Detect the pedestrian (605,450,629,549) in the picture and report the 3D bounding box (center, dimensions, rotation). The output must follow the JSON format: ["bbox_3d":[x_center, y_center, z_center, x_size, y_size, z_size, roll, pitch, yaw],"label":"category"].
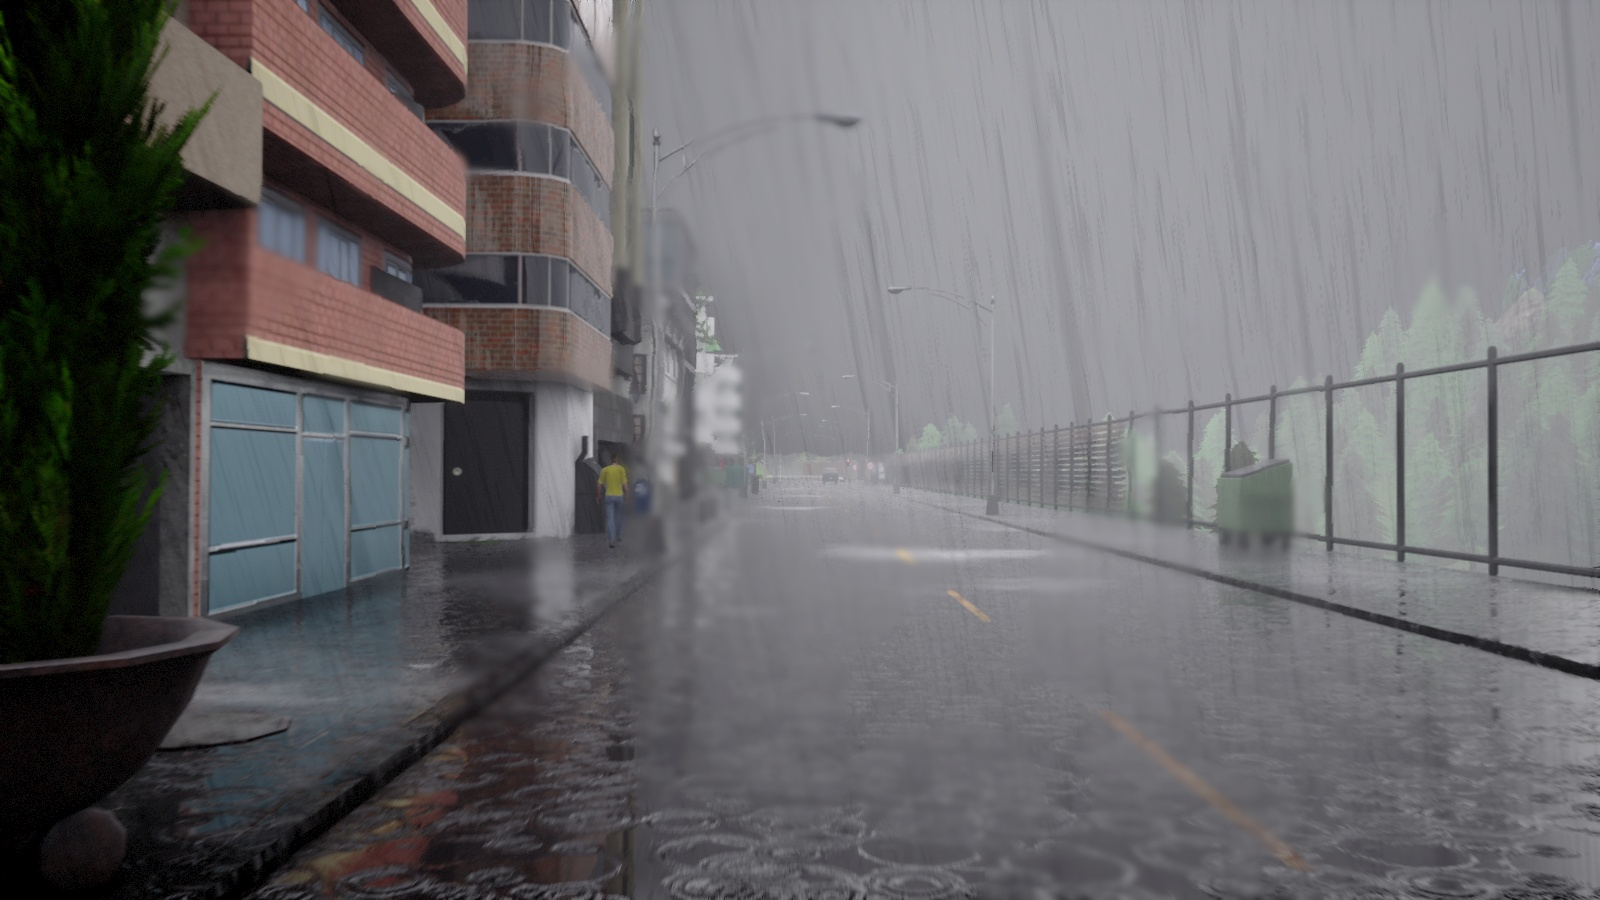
[{"bbox_3d":[-3.473,0.933,23.837,0.354,1.836,0.706,0,-1,0],"label":"pedestrian"}]
